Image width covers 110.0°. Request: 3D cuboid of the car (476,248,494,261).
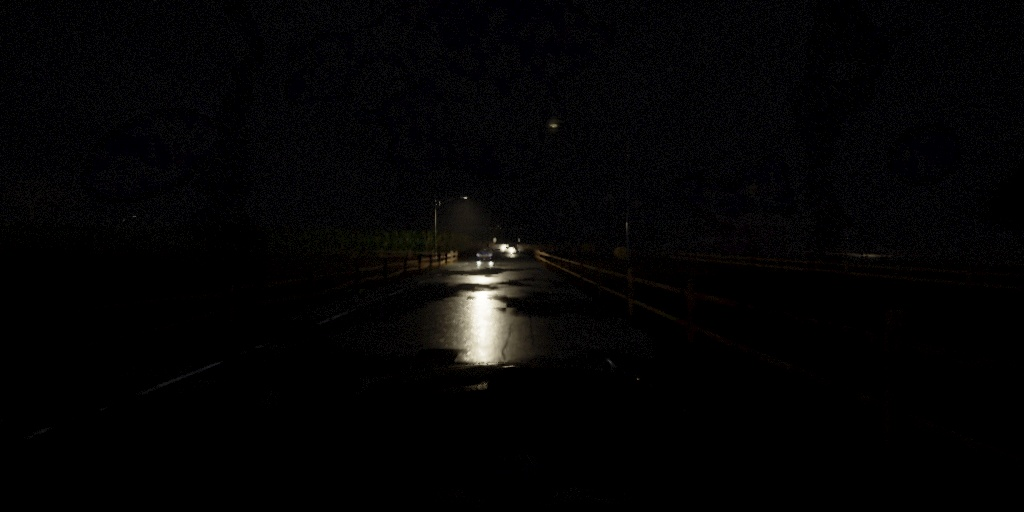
[{"bbox_3d":[-3.568,-0.260,48.365,2.097,1.767,4.553,0,2,0],"label":"car"}]
